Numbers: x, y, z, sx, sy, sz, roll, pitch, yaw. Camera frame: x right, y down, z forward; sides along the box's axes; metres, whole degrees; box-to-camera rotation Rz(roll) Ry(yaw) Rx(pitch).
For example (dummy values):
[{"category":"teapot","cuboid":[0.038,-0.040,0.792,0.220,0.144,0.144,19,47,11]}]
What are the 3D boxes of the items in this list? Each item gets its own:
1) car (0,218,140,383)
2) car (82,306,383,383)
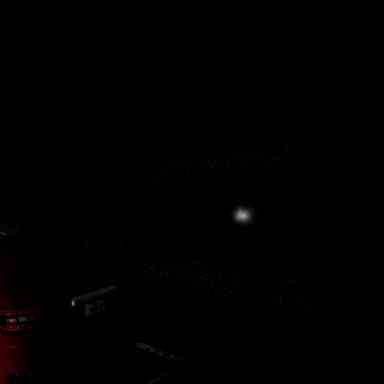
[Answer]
[{"category":"car","cuboid":[-2.970,1.315,4.939,5.009,1.841,2.192,0,0,36]},{"category":"car","cuboid":[1.515,1.582,1.724,4.206,1.307,1.802,0,0,36]}]
